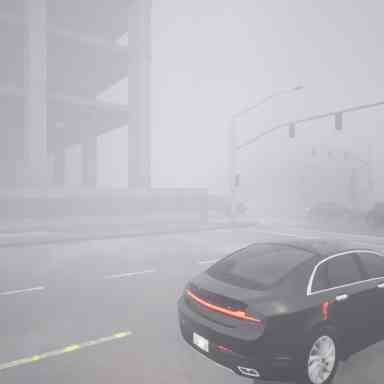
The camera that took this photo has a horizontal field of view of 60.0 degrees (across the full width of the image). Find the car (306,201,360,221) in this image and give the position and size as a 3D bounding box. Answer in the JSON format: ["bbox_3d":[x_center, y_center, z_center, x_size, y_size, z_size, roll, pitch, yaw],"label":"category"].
[{"bbox_3d":[11.744,1.507,27.112,1.837,1.490,4.892,0,-1,-36],"label":"car"}]

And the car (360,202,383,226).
[{"bbox_3d":[12.855,1.352,19.616,2.097,1.767,4.553,0,0,-36],"label":"car"}]

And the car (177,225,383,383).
[{"bbox_3d":[2.088,1.505,5.280,4.892,1.490,1.837,0,0,-35],"label":"car"}]

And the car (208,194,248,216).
[{"bbox_3d":[3.018,1.221,33.186,2.150,2.045,5.566,0,0,-36],"label":"car"}]
